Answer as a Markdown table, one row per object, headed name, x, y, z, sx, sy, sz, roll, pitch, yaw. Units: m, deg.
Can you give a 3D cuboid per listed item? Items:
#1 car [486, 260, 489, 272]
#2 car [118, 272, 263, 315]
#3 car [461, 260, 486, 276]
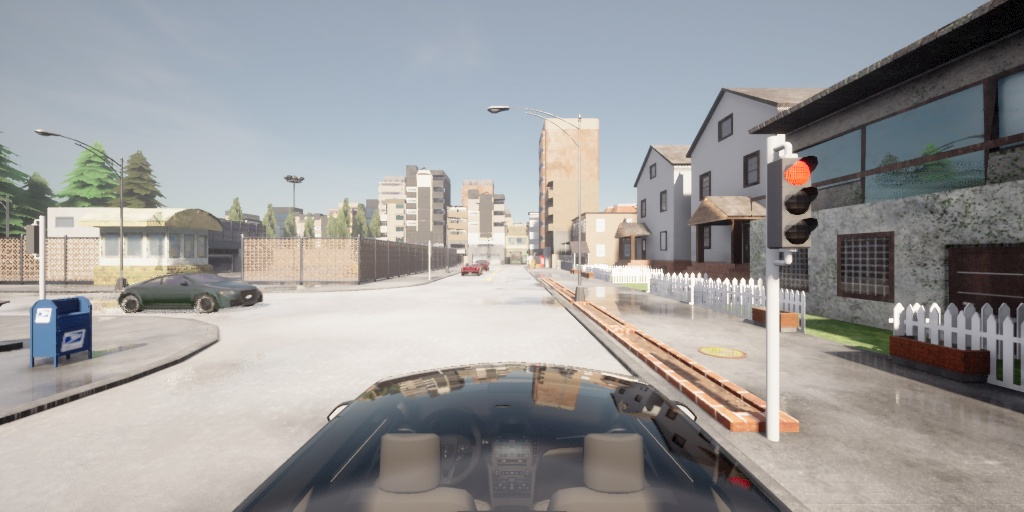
| name | x | y | z | sx | sy | sz | roll | pitch | yaw |
| --- | --- | --- | --- | --- | --- | --- | --- | --- | --- |
| car | -4.093 | 1.228 | 47.726 | 1.882 | 1.535 | 5.008 | 0 | 0 | 0 |
| car | -11.686 | 1.313 | 13.214 | 4.181 | 1.385 | 1.994 | 0 | 0 | 0 |
| car | -4.106 | 1.351 | 37.220 | 1.895 | 1.301 | 4.718 | 0 | 0 | 0 |
